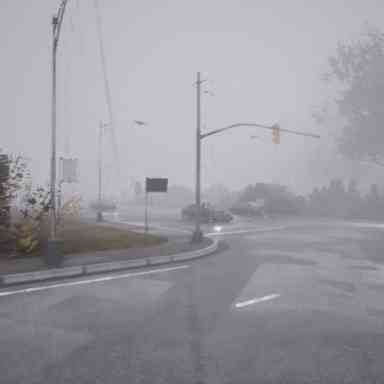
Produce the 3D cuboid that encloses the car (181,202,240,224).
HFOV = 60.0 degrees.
[{"bbox_3d":[1.119,1.614,26.126,1.837,1.490,4.892,1,0,-39],"label":"car"}]

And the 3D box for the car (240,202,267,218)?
[{"bbox_3d":[5.133,1.690,32.469,1.812,1.442,4.674,1,-1,-39],"label":"car"}]

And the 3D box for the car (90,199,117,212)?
[{"bbox_3d":[-11.049,1.580,41.307,1.882,1.535,5.008,1,0,-39],"label":"car"}]
